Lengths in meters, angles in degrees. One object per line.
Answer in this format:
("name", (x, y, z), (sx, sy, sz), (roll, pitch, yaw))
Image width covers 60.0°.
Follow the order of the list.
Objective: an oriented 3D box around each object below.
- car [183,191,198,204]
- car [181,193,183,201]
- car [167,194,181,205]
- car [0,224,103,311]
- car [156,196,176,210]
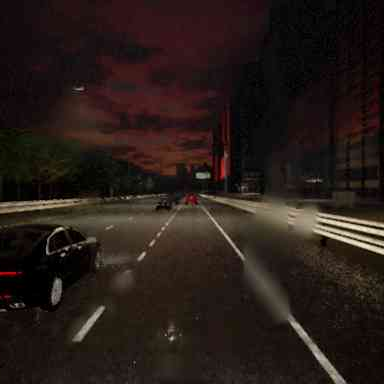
("car", (-0.076, 1.318, 65.360), (2.150, 2.045, 5.566), (0, 0, 0))
("car", (-3.873, 1.694, 91.342), (1.812, 1.442, 4.674), (0, 0, -1))
("car", (-3.662, 1.313, 61.981), (2.150, 2.045, 5.566), (0, 0, 0))
("car", (-3.498, 1.508, 7.749), (1.837, 1.490, 4.892), (0, 0, 0))
("car", (-3.572, 1.597, 43.412), (2.033, 1.411, 5.357), (0, 0, 0))
